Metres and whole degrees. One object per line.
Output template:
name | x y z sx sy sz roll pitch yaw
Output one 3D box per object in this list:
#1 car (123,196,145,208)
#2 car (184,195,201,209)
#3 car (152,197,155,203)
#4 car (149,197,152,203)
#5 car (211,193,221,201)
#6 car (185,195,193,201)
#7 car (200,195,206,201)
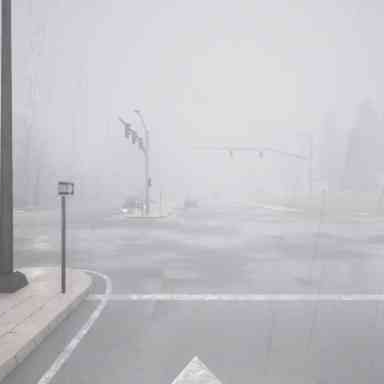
car | -8.263 1.352 46.729 2.097 1.767 4.553 0 0 -1
car | -0.135 1.525 44.781 1.812 1.442 4.674 0 0 -1
car | -8.491 1.601 65.834 1.895 1.301 4.718 0 0 0
car | -8.391 1.504 55.762 1.837 1.490 4.892 0 0 -1
car | 6.227 1.225 85.894 2.150 2.045 5.566 0 0 -1
car | -0.772 1.500 85.824 1.837 1.490 4.892 0 0 -1
car | 2.727 1.524 85.886 1.812 1.442 4.674 0 0 -1
